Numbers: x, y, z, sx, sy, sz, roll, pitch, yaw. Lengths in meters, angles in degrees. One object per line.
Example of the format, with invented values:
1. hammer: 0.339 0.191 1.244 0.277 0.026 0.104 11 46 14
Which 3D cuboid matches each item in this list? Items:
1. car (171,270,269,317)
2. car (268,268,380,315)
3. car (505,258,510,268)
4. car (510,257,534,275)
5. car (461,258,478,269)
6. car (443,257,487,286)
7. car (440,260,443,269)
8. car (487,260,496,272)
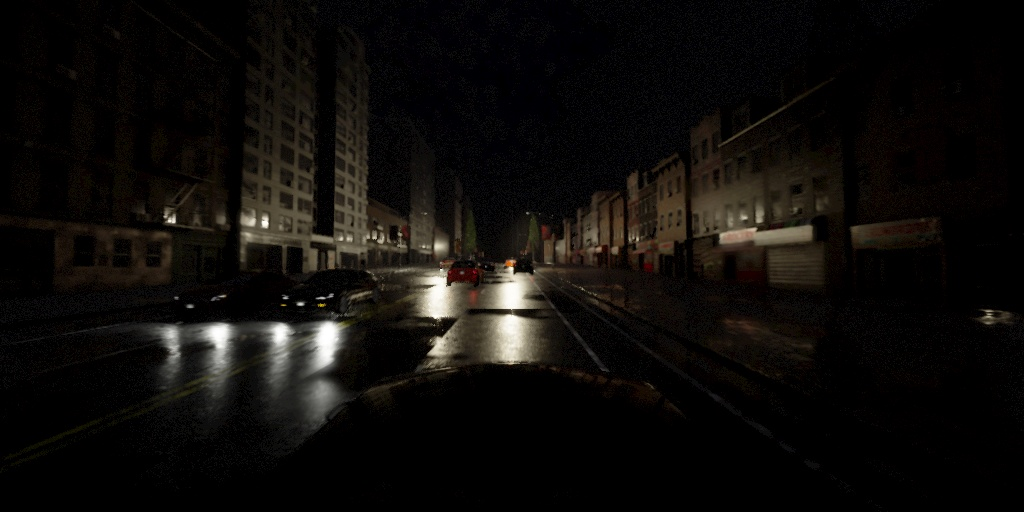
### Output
1. car: -9.849 1.265 13.298 1.812 1.442 4.674 0 0 0
2. car: -6.599 1.244 13.615 1.837 1.490 4.892 0 0 0
3. car: 0.001 1.000 56.600 2.097 1.767 4.553 0 0 0
4. car: 1.137 1.050 37.853 2.097 1.767 4.553 0 0 0
5. car: -6.554 1.143 55.685 2.128 1.511 4.902 0 0 0
6. car: -3.151 1.076 24.782 2.097 1.767 4.553 0 0 0
7. car: -9.799 1.005 55.504 2.097 1.767 4.553 0 0 1
8. car: -3.149 1.245 45.494 1.994 1.385 4.181 0 0 0
